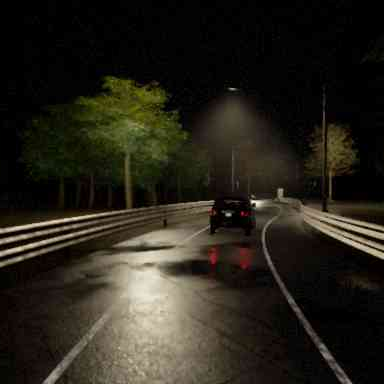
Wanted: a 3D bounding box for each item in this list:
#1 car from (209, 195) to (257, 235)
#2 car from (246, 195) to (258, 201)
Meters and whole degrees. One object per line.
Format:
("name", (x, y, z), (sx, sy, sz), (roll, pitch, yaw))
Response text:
("car", (2.432, 1.228, 19.192), (2.150, 2.045, 5.566), (0, 0, 13))
("car", (15.241, 1.485, 84.221), (2.128, 1.511, 4.902), (0, 0, -1))
